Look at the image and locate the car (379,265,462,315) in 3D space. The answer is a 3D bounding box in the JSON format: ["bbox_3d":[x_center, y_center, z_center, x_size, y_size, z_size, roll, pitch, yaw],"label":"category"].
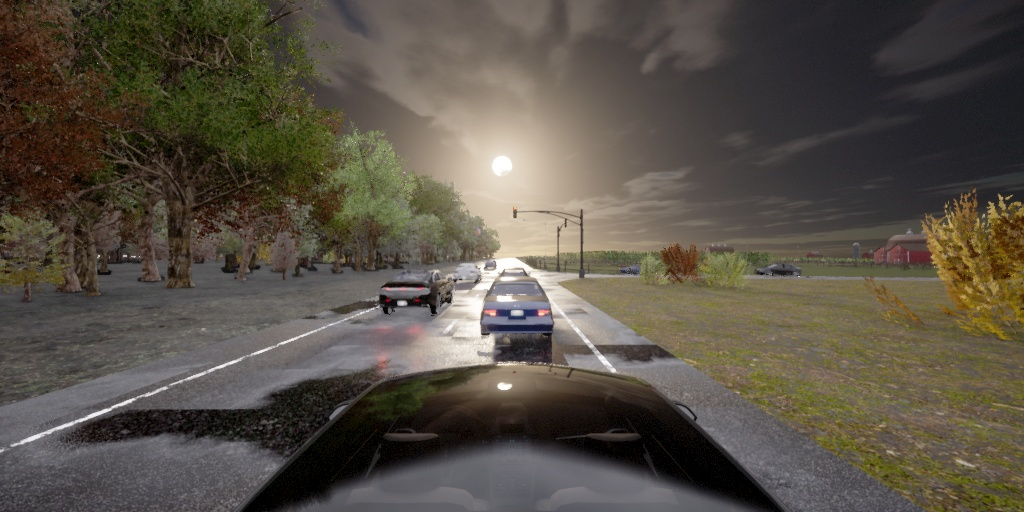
[{"bbox_3d":[-3.394,1.244,13.515,2.128,1.511,4.902,0,0,0],"label":"car"}]

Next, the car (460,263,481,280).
[{"bbox_3d":[-3.390,1.281,27.639,1.812,1.442,4.674,0,0,0],"label":"car"}]

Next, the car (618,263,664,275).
[{"bbox_3d":[15.218,1.522,41.889,5.357,1.411,2.033,1,-1,3],"label":"car"}]

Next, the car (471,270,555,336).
[{"bbox_3d":[0.105,1.300,10.396,2.033,1.411,5.357,0,0,0],"label":"car"}]

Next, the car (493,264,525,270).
[{"bbox_3d":[0.114,1.318,19.638,1.994,1.385,4.181,0,0,0],"label":"car"}]

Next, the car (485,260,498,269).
[{"bbox_3d":[-3.375,1.303,58.163,2.033,1.411,5.357,0,0,0],"label":"car"}]

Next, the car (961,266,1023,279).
[{"bbox_3d":[51.436,1.910,37.965,4.718,1.301,1.895,1,-1,1],"label":"car"}]

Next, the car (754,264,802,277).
[{"bbox_3d":[30.843,1.648,41.699,4.892,1.490,1.837,0,-1,0],"label":"car"}]
